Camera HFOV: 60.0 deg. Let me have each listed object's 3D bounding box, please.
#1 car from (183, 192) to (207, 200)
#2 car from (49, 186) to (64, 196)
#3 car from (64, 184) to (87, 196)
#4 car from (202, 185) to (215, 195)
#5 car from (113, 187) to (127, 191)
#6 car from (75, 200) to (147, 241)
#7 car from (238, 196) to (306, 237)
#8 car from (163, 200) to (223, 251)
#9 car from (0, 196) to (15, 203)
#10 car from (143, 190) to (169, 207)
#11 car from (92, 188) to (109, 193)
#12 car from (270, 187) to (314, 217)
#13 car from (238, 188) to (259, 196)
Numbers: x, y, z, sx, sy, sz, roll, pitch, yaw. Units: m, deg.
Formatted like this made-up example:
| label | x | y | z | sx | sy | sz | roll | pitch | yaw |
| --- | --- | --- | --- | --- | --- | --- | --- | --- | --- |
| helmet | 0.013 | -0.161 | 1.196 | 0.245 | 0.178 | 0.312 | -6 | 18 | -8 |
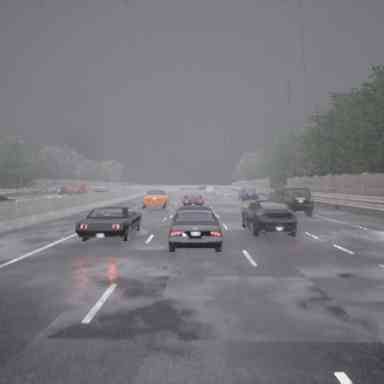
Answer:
| label | x | y | z | sx | sy | sz | roll | pitch | yaw |
| --- | --- | --- | --- | --- | --- | --- | --- | --- | --- |
| car | 0.121 | 0.827 | 31.623 | 1.895 | 1.301 | 4.718 | 0 | 2 | 0 |
| car | -24.477 | -0.288 | 61.140 | 2.097 | 1.767 | 4.553 | 0 | 2 | 0 |
| car | -20.977 | -0.417 | 61.076 | 2.150 | 2.045 | 5.566 | 0 | 2 | 0 |
| car | 3.543 | -0.263 | 65.882 | 1.812 | 1.442 | 4.674 | 0 | 2 | 0 |
| car | -13.976 | -0.273 | 64.578 | 1.882 | 1.535 | 5.008 | 0 | 2 | 1 |
| car | -3.390 | 1.266 | 14.546 | 1.895 | 1.301 | 4.718 | 0 | 1 | 0 |
| car | 3.510 | 1.143 | 15.726 | 1.837 | 1.490 | 4.892 | 0 | 1 | 0 |
| car | 0.108 | 1.260 | 12.610 | 2.033 | 1.411 | 5.357 | 0 | 1 | 0 |
| car | -14.083 | 0.936 | 22.707 | 1.882 | 1.535 | 5.008 | 0 | 2 | 0 |
| car | -3.379 | 0.570 | 31.906 | 2.097 | 1.767 | 4.553 | 0 | 2 | 0 |
| car | -17.472 | -0.117 | 63.596 | 1.895 | 1.301 | 4.718 | 0 | 2 | 1 |
| car | 7.115 | 0.635 | 24.418 | 2.150 | 2.045 | 5.566 | 0 | 1 | 0 |
| car | 7.127 | 0.279 | 42.428 | 2.097 | 1.767 | 4.553 | 0 | 2 | 0 |
